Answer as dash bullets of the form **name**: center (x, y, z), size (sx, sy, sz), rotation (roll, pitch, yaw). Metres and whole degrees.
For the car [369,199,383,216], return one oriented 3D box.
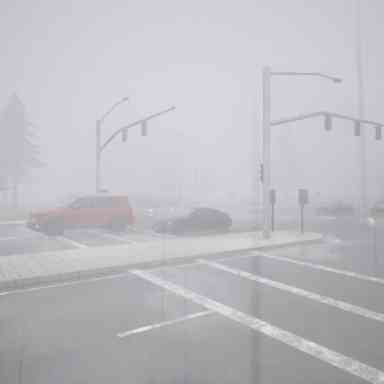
- **car**: center (18.353, 1.351, 30.717), size (4.553, 1.767, 2.097), rotation (0, 0, -35)

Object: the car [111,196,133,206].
- **car**: center (-11.491, 1.505, 54.371), size (1.837, 1.490, 4.892), rotation (0, 0, -35)

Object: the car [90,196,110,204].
- **car**: center (-17.345, 1.491, 62.794), size (2.128, 1.511, 4.902), rotation (0, 0, -35)

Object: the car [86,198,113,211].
- **car**: center (-12.049, 1.505, 42.956), size (1.837, 1.490, 4.892), rotation (0, 0, -35)

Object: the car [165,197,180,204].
- **car**: center (-3.468, 1.505, 49.008), size (1.837, 1.490, 4.892), rotation (0, 0, -35)

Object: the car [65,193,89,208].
- **car**: center (-17.713, 1.221, 51.032), size (2.150, 2.045, 5.566), rotation (0, 0, -35)

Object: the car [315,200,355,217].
- **car**: center (13.710, 1.525, 31.763), size (4.674, 1.442, 1.812), rotation (0, 0, -35)

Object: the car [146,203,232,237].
- **car**: center (0.122, 1.526, 18.097), size (4.674, 1.442, 1.812), rotation (0, 0, -35)

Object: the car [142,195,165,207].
- **car**: center (-6.250, 1.505, 46.880), size (1.837, 1.490, 4.892), rotation (0, 0, -35)

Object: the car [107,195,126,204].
- **car**: center (-14.795, 1.478, 65.282), size (1.882, 1.535, 5.008), rotation (0, 0, -34)

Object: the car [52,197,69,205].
- **car**: center (-23.409, 1.564, 59.250), size (1.994, 1.385, 4.181), rotation (0, 0, -34)

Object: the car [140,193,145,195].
- **car**: center (-9.006, 1.222, 56.931), size (2.150, 2.045, 5.566), rotation (0, 0, -35)

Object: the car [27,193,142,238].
- **car**: center (-5.887, 1.221, 18.178), size (5.566, 2.045, 2.150), rotation (0, 0, -35)
